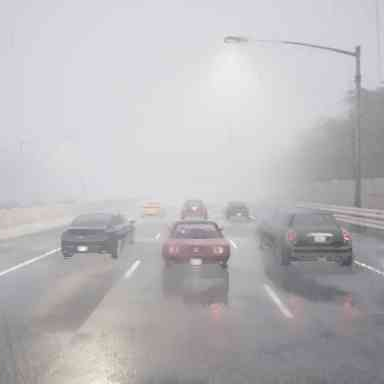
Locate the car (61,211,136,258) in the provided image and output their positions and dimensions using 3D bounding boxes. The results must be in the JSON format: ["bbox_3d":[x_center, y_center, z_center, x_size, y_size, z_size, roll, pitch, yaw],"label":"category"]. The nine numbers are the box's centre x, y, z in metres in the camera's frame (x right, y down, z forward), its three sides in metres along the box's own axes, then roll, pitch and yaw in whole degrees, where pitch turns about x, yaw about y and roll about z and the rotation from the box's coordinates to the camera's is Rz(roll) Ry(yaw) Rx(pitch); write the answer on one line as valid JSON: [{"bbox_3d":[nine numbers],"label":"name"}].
[{"bbox_3d":[-3.375,1.503,12.705,1.837,1.490,4.892,0,0,0],"label":"car"}]

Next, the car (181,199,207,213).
[{"bbox_3d":[0.195,1.348,28.085,2.097,1.767,4.553,0,0,0],"label":"car"}]

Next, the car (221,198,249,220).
[{"bbox_3d":[3.697,1.501,28.417,1.837,1.490,4.892,0,0,0],"label":"car"}]

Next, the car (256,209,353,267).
[{"bbox_3d":[3.621,1.350,11.527,2.097,1.767,4.553,0,0,0],"label":"car"}]

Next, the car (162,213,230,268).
[{"bbox_3d":[0.120,1.599,11.223,1.895,1.301,4.718,0,0,0],"label":"car"}]

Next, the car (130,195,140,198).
[{"bbox_3d":[-13.344,1.312,78.319,2.033,1.411,5.357,0,0,1],"label":"car"}]

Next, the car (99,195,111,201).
[{"bbox_3d":[-20.344,1.311,78.433,2.033,1.411,5.357,0,0,1],"label":"car"}]

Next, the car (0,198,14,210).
[{"bbox_3d":[-20.914,1.472,37.103,1.882,1.535,5.008,0,0,1],"label":"car"}]

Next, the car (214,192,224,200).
[{"bbox_3d":[7.777,1.069,92.155,2.150,2.045,5.566,0,0,3],"label":"car"}]

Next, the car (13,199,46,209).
[{"bbox_3d":[-17.421,1.559,36.877,1.994,1.385,4.181,0,0,1],"label":"car"}]

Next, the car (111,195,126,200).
[{"bbox_3d":[-16.844,1.312,78.376,2.033,1.411,5.357,0,0,1],"label":"car"}]

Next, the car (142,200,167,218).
[{"bbox_3d":[-3.294,1.473,29.830,1.882,1.535,5.008,0,0,0],"label":"car"}]

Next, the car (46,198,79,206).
[{"bbox_3d":[-13.922,1.500,36.850,1.837,1.490,4.892,0,0,1],"label":"car"}]
